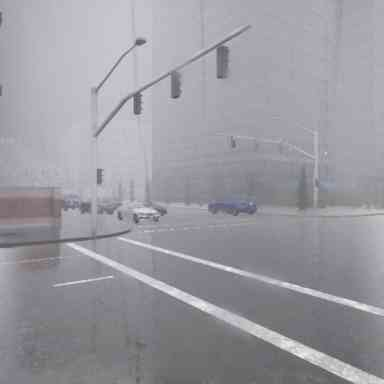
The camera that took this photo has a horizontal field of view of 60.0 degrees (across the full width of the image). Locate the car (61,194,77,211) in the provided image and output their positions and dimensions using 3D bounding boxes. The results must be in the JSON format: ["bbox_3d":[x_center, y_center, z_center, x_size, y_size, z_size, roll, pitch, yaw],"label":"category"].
[{"bbox_3d":[-15.121,1.221,41.007,2.150,2.045,5.566,0,0,-36],"label":"car"}]

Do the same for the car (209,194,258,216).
[{"bbox_3d":[3.919,1.221,32.418,2.150,2.045,5.566,0,0,-33],"label":"car"}]

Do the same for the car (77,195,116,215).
[{"bbox_3d":[-9.521,1.352,33.195,2.097,1.767,4.553,0,0,-36],"label":"car"}]

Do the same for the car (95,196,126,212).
[{"bbox_3d":[-9.786,1.352,39.571,2.097,1.767,4.553,0,0,-36],"label":"car"}]

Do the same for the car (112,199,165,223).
[{"bbox_3d":[-4.292,1.526,25.899,1.812,1.442,4.674,0,0,-36],"label":"car"}]

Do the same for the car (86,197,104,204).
[{"bbox_3d":[-18.878,1.601,64.602,1.895,1.301,4.718,0,0,-36],"label":"car"}]

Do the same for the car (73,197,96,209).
[{"bbox_3d":[-15.419,1.526,47.450,1.812,1.442,4.674,0,0,-35],"label":"car"}]

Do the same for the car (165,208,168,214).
[{"bbox_3d":[-4.404,1.547,32.061,2.033,1.411,5.357,0,0,-36],"label":"car"}]
